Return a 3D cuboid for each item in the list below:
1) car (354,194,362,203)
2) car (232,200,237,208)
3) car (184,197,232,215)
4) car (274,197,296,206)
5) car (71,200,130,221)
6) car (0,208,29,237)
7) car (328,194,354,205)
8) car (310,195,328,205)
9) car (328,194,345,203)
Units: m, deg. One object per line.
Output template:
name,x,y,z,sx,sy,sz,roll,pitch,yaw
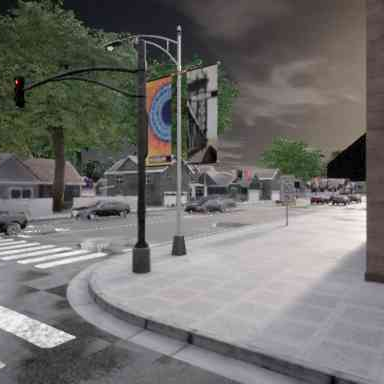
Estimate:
car,28.319,1.154,58.114,1.837,1.490,4.892,0,0,36
car,3.783,1.346,40.891,1.994,1.385,4.181,0,0,36
car,1.455,1.378,32.068,2.033,1.411,5.357,0,0,36
car,13.849,1.198,49.234,1.882,1.535,5.008,0,0,36
car,-6.997,1.375,25.840,2.128,1.511,4.902,0,0,36
car,-10.038,1.439,15.226,2.128,1.511,4.902,0,0,28
car,22.324,1.202,49.727,1.837,1.490,4.892,0,0,36
car,20.071,1.170,52.164,1.882,1.535,5.008,0,0,36
car,26.709,1.144,61.444,1.837,1.490,4.892,0,0,36
